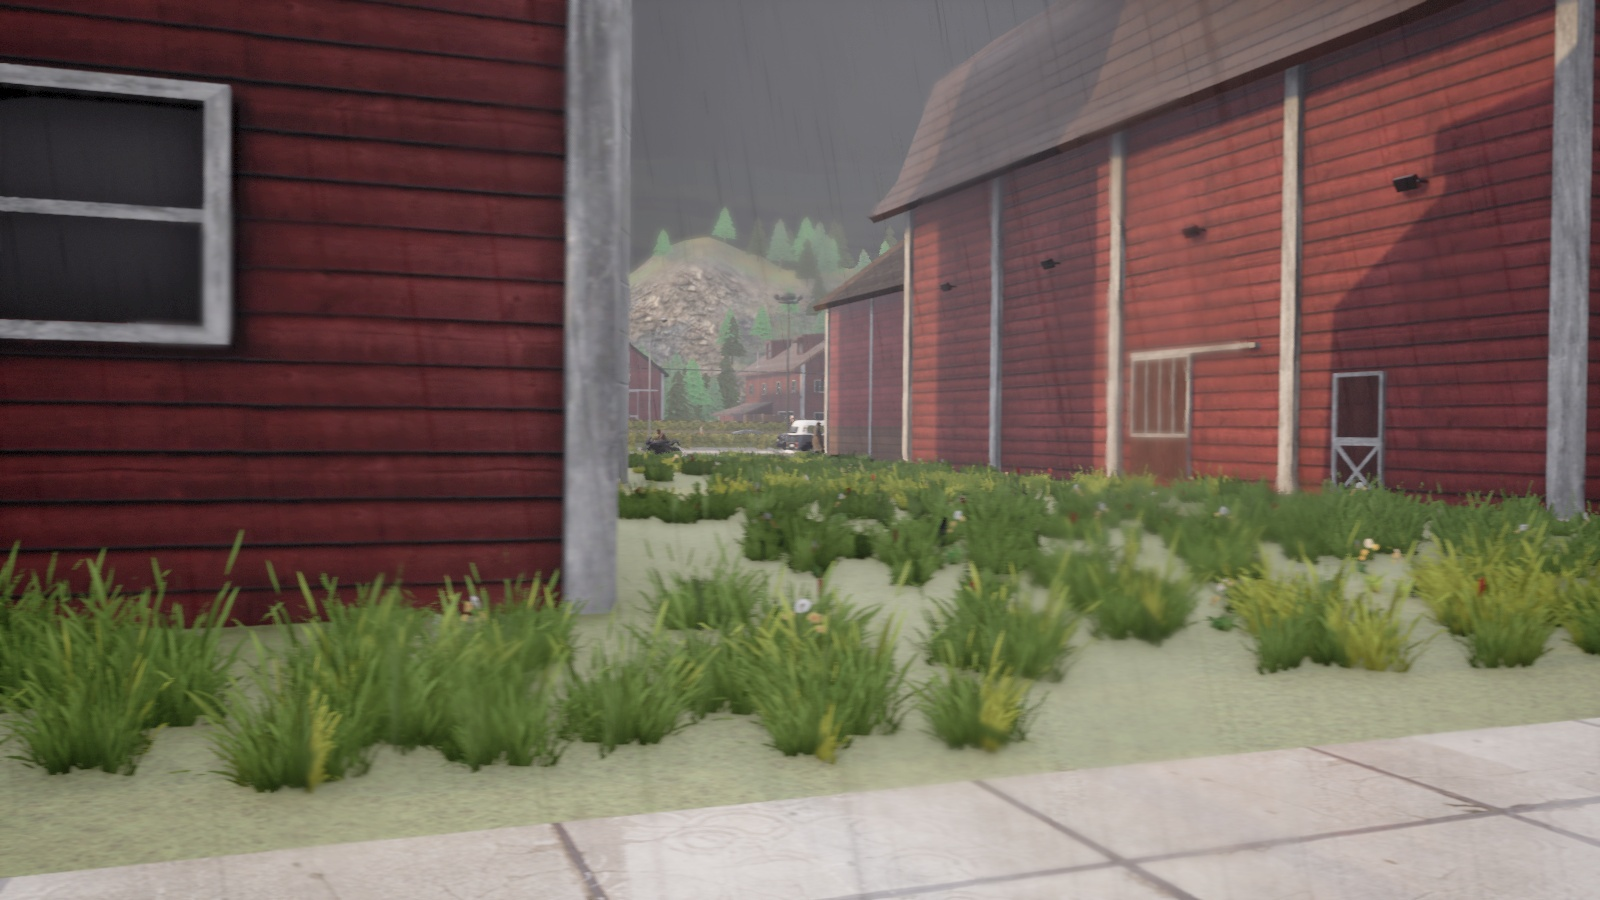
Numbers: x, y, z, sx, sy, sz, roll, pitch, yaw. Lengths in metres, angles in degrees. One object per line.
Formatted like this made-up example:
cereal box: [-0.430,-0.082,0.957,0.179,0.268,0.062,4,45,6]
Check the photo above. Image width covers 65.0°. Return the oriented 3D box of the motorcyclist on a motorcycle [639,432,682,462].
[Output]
motorcyclist on a motorcycle: [-7.110,-0.159,64.085,2.044,1.523,0.797,-1,1,-21]

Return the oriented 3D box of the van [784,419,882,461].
van: [1.680,-0.506,63.671,4.480,2.038,2.069,-1,1,-21]

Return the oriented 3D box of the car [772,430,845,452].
car: [0.593,-0.661,90.923,4.792,1.488,2.163,-1,1,-20]

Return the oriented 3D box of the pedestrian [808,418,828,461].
pedestrian: [0.815,-0.472,57.943,0.873,1.952,0.659,-1,1,-1]
